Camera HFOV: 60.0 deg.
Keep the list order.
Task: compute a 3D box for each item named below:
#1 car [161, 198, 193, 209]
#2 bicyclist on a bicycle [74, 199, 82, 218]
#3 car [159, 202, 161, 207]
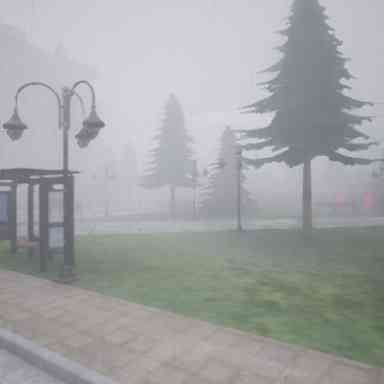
[{"bbox_3d":[-1.689,1.651,47.539,2.128,1.511,4.902,0,0,36],"label":"car"},{"bbox_3d":[-10.183,1.438,29.298,1.656,1.620,0.582,-1,0,36],"label":"bicyclist on a bicycle"},{"bbox_3d":[-3.052,1.781,51.722,1.895,1.301,4.718,0,0,37],"label":"car"}]
